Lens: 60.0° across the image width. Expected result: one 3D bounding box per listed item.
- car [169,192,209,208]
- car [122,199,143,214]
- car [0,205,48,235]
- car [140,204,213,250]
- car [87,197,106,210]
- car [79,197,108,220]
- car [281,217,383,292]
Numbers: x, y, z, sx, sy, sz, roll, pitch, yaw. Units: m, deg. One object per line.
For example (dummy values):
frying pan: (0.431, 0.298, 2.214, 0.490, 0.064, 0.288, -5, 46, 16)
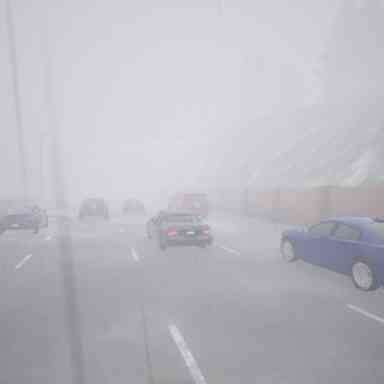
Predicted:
car: (-0.361, 1.042, 25.933, 2.150, 2.045, 5.566, 0, 1, -15)
car: (-5.831, 1.351, 32.702, 1.994, 1.385, 4.181, 0, 0, -15)
car: (-9.163, 1.423, 18.297, 1.812, 1.442, 4.674, 0, 0, -15)
car: (-0.720, 1.451, 13.934, 2.033, 1.411, 5.357, 0, 0, -15)
car: (-11.520, 1.314, 40.261, 1.994, 1.385, 4.181, 0, 0, -15)
car: (-7.727, 1.188, 26.336, 2.097, 1.767, 4.553, 0, 0, -15)
car: (4.262, 1.402, 8.924, 1.882, 1.535, 5.008, 0, 1, -15)
